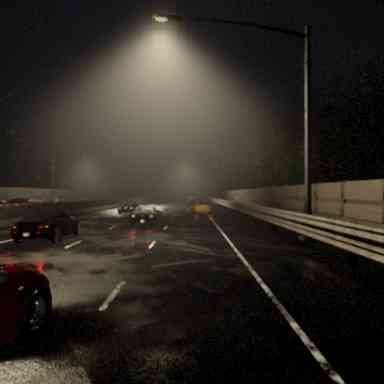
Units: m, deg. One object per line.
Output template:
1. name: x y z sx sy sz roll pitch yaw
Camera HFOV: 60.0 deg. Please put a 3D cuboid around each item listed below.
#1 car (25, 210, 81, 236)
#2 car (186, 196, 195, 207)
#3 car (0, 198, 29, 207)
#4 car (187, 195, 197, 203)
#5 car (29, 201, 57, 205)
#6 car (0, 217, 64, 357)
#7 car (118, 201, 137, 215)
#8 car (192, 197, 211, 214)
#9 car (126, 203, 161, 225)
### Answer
1. car: -6.901 1.607 16.126 1.812 1.442 4.674 0 0 0
2. car: -0.011 1.853 56.919 1.812 1.442 4.674 0 0 0
3. car: -21.097 1.567 39.890 2.097 1.767 4.553 0 0 0
4. car: -0.015 1.683 78.505 2.097 1.767 4.553 0 0 0
5. car: -17.598 1.823 40.699 1.895 1.301 4.718 0 0 0
6. car: -3.402 1.371 3.734 2.097 1.767 4.553 0 0 0
7. car: -6.911 1.746 37.147 2.033 1.411 5.357 0 0 0
8. car: 1.218 1.663 38.554 1.801 1.575 5.366 0 0 0
9. car: -3.402 1.727 25.069 1.895 1.301 4.718 0 0 0
